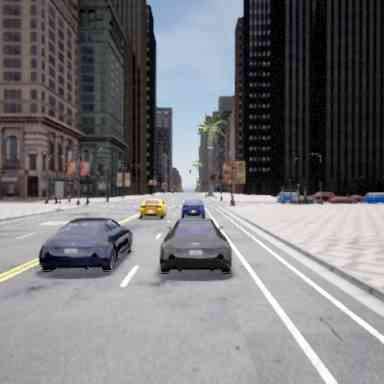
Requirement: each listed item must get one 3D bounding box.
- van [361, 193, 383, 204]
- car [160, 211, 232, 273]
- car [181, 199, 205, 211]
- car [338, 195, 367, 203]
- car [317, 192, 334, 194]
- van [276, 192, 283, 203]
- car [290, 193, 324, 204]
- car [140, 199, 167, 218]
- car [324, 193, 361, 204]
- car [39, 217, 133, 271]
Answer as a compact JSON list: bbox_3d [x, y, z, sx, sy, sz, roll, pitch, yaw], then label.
[{"bbox_3d":[28.437,1.021,50.429,3.998,1.788,1.690,0,1,0],"label":"van"},{"bbox_3d":[0.102,1.498,10.454,1.994,1.385,4.181,0,0,0],"label":"car"},{"bbox_3d":[0.105,1.304,27.763,1.882,1.535,5.008,0,0,0],"label":"car"},{"bbox_3d":[28.434,1.185,58.956,4.206,1.307,1.802,0,1,0],"label":"car"},{"bbox_3d":[22.756,0.921,58.952,5.009,1.841,2.192,0,1,0],"label":"car"},{"bbox_3d":[17.078,0.951,58.952,3.998,1.788,1.690,0,1,0],"label":"van"},{"bbox_3d":[17.081,1.237,50.429,4.403,1.369,2.008,0,1,0],"label":"car"},{"bbox_3d":[-3.144,1.304,27.747,1.882,1.535,5.008,0,0,0],"label":"car"},{"bbox_3d":[22.759,1.265,50.430,4.206,1.307,1.802,0,1,0],"label":"car"},{"bbox_3d":[-3.147,1.496,10.660,1.994,1.385,4.181,0,0,0],"label":"car"}]
